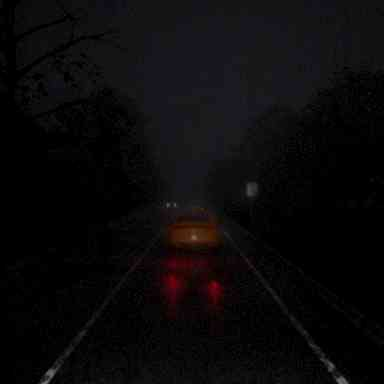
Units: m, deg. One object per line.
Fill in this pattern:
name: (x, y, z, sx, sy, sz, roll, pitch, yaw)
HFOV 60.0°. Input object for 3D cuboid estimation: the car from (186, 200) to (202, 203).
car: (0.143, 1.426, 28.679, 1.812, 1.442, 4.674, 0, 1, 1)

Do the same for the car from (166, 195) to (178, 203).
car: (-3.373, 1.208, 57.384, 2.033, 1.411, 5.357, 0, 1, 1)

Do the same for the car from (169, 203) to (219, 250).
car: (0.101, 1.439, 14.186, 1.882, 1.535, 5.008, 0, 0, 1)
